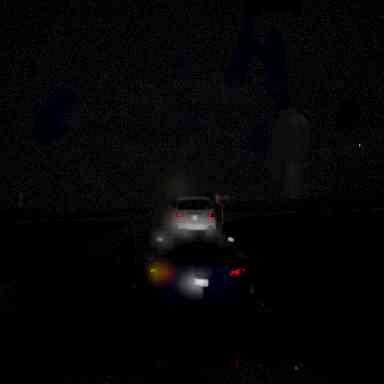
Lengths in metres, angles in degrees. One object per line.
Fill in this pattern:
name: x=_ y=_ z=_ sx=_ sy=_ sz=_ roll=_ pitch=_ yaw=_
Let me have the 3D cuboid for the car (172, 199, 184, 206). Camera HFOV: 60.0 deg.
car: x=-2.790 y=2.025 z=66.043 sx=2.033 sy=1.411 sz=5.357 roll=0 pitch=-1 yaw=0

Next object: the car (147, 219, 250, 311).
car: x=0.103 y=1.574 z=7.872 sx=1.994 sy=1.385 sz=4.181 roll=0 pitch=0 yaw=-1

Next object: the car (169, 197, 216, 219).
car: x=0.061 y=1.259 z=18.100 sx=2.150 sy=2.045 sz=5.566 roll=0 pitch=0 yaw=-1

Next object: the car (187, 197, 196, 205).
car: x=-0.019 y=2.052 z=78.449 sx=2.097 sy=1.767 sz=4.553 roll=0 pitch=-1 yaw=0

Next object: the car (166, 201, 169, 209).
car: x=-2.851 y=1.808 z=50.292 sx=1.994 sy=1.385 sz=4.181 roll=0 pitch=-1 yaw=0

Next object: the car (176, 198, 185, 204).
car: x=-2.770 y=2.199 z=81.382 sx=1.895 sy=1.301 sz=4.718 roll=0 pitch=-1 yaw=0
